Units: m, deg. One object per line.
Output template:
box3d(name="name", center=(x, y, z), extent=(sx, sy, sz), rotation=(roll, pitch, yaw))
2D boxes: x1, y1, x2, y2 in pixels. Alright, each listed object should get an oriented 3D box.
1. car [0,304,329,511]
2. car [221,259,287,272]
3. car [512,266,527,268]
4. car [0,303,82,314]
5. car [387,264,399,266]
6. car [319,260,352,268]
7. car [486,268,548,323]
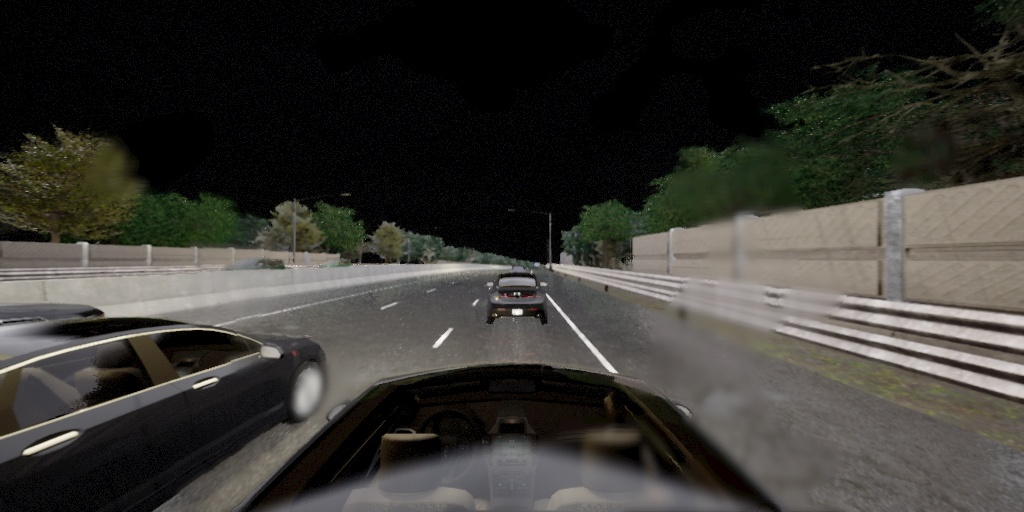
box3d(name="car", center=(-3.387, 1.260, 2.906), extent=(1.837, 1.490, 4.892), rotation=(0, 0, 0))
box3d(name="car", center=(-20.794, 1.221, 29.087), extent=(2.150, 2.045, 5.566), rotation=(0, -1, 1))
box3d(name="car", center=(0.672, 1.655, 36.792), extent=(1.994, 1.385, 4.181), rotation=(0, -1, 2))
box3d(name="car", center=(-6.890, 0.976, 2.931), extent=(2.150, 2.045, 5.566), rotation=(0, 0, 0))
box3d(name="car", center=(-16.533, 1.835, 49.836), extent=(1.812, 1.442, 4.674), rotation=(0, -1, 3))
box3d(name="car", center=(-23.600, 1.509, 48.139), extent=(2.150, 2.045, 5.566), rotation=(0, -1, 3))
box3d(name="car", center=(0.171, 1.326, 12.383), extent=(1.837, 1.490, 4.892), rotation=(0, 0, 1))
